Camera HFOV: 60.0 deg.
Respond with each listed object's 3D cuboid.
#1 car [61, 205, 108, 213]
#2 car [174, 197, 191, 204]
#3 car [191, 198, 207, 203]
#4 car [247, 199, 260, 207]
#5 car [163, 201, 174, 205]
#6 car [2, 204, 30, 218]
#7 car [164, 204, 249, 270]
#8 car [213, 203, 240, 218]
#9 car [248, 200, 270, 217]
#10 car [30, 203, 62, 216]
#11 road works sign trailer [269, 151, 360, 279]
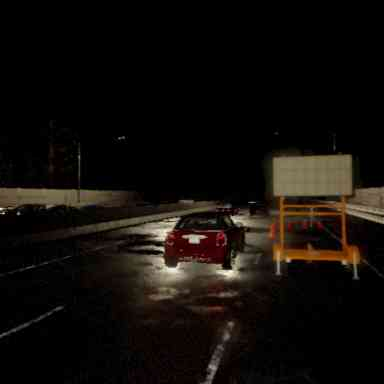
[{"bbox_3d":[-9.097,1.943,29.852,1.882,1.535,5.008,-1,-1,16],"label":"car"},{"bbox_3d":[-1.309,2.171,70.518,2.150,2.045,5.566,-1,-1,16],"label":"car"},{"bbox_3d":[1.961,2.422,69.203,2.128,1.511,4.902,-1,-1,16],"label":"car"},{"bbox_3d":[12.493,2.266,67.511,2.128,1.511,4.902,-1,-1,16],"label":"car"},{"bbox_3d":[-4.670,2.543,71.481,1.994,1.385,4.181,-1,-1,16],"label":"car"},{"bbox_3d":[-15.788,1.909,31.919,2.097,1.767,4.553,-1,-1,16],"label":"car"},{"bbox_3d":[0.649,1.496,11.929,2.097,1.767,4.553,-1,-1,16],"label":"car"},{"bbox_3d":[3.869,1.975,36.535,2.033,1.411,5.357,-1,-1,16],"label":"car"},{"bbox_3d":[7.299,1.863,35.816,1.882,1.535,5.008,-1,-1,16],"label":"car"},{"bbox_3d":[-12.378,2.019,31.115,1.837,1.490,4.892,-1,-1,16],"label":"car"},{"bbox_3d":[3.775,0.560,10.524,2.380,3.560,2.880,-1,-1,16],"label":"road works sign trailer"}]
